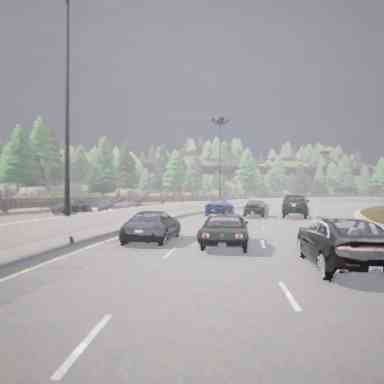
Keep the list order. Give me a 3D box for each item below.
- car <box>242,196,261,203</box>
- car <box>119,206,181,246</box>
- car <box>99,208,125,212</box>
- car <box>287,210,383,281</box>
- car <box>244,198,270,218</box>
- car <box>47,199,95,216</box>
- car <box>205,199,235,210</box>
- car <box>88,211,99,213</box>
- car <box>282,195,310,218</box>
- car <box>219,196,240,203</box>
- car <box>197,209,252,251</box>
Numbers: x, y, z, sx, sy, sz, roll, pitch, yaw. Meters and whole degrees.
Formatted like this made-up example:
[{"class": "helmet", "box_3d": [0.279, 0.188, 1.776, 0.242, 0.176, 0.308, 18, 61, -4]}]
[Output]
[{"class": "car", "box_3d": [12.439, 1.560, 69.026, 1.812, 1.442, 4.674, 0, 0, 39]}, {"class": "car", "box_3d": [-1.815, 1.560, 15.414, 1.994, 1.385, 4.181, 0, 0, 10]}, {"class": "car", "box_3d": [-5.874, 1.509, 29.192, 1.812, 1.442, 4.674, 0, 0, 17]}, {"class": "car", "box_3d": [4.389, 1.511, 9.817, 2.128, 1.511, 4.902, 0, 0, 7]}, {"class": "car", "box_3d": [6.073, 1.535, 31.185, 1.837, 1.490, 4.892, 0, 0, 20]}, {"class": "car", "box_3d": [-11.943, 1.465, 33.158, 1.837, 1.490, 4.892, 0, 0, 18]}, {"class": "car", "box_3d": [2.746, 1.495, 32.264, 1.882, 1.535, 5.008, 0, 0, 20]}, {"class": "car", "box_3d": [-8.263, 1.466, 33.148, 2.128, 1.511, 4.902, 0, 0, 20]}, {"class": "car", "box_3d": [9.603, 1.265, 30.751, 2.150, 2.045, 5.566, 0, 0, 21]}, {"class": "car", "box_3d": [7.836, 1.517, 69.021, 1.882, 1.535, 5.008, 0, 0, 39]}, {"class": "car", "box_3d": [1.459, 1.609, 14.156, 1.895, 1.301, 4.718, 0, 0, 9]}]
